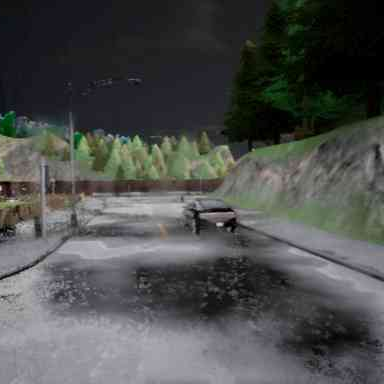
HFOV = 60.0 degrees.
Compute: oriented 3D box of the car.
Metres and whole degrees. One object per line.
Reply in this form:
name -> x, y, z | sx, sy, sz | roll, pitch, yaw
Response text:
car -> 0.704, 1.067, 16.102 | 2.128, 1.511, 4.902 | -1, 1, -10
